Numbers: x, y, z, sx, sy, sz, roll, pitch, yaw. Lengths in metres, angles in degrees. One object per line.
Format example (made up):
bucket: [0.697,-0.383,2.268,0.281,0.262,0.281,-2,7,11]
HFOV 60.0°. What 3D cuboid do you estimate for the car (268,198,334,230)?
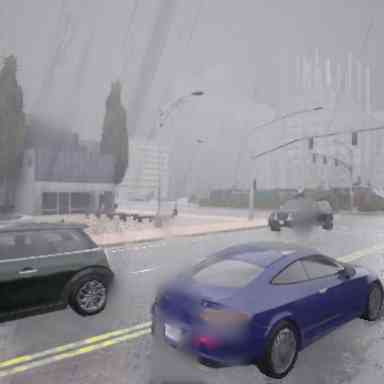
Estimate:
car: [7.031,1.426,21.015,2.150,2.045,5.566,0,-1,44]

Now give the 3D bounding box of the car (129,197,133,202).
car: [-14.996,1.716,91.630,4.605,1.855,1.932,1,-1,-45]

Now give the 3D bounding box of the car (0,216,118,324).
car: [-3.720,1.366,5.879,4.553,1.767,2.097,1,-1,-39]

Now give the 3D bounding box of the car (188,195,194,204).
car: [0.859,1.720,75.640,3.866,1.878,1.905,1,-1,-45]

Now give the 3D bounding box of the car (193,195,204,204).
car: [2.890,1.960,73.577,3.806,1.475,1.970,1,-1,-45]

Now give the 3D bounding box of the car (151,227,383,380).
car: [1.506,1.577,5.581,4.674,1.442,1.812,1,0,-41]

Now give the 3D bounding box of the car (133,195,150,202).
car: [-12.995,1.718,89.538,3.866,1.878,1.905,1,-1,-45]
